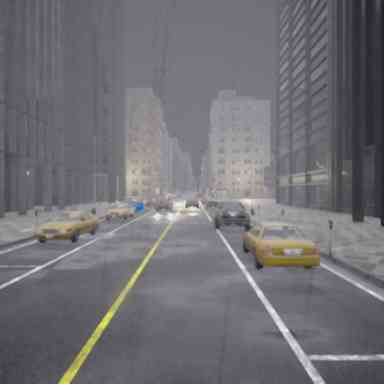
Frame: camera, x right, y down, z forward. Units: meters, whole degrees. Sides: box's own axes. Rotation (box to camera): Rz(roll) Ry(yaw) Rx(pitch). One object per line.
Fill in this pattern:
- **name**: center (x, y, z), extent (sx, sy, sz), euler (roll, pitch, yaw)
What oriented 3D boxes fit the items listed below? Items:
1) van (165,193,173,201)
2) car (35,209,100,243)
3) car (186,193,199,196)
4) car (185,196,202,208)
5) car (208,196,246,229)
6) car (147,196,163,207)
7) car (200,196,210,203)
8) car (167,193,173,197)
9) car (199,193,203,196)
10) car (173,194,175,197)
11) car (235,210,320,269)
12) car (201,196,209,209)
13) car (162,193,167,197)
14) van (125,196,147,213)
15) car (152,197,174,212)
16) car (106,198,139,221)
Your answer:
- **van**: center (-5.862, 1.223, 84.082), extent (1.690, 1.788, 3.998), euler (0, 0, 0)
- **car**: center (-5.868, 1.519, 16.197), extent (1.752, 1.417, 4.829), euler (0, 0, 1)
- **car**: center (-0.002, 1.482, 61.894), extent (2.033, 1.411, 5.357), euler (0, 0, 0)
- **car**: center (0.052, 1.568, 46.610), extent (1.895, 1.301, 4.718), euler (0, 0, 0)
- **car**: center (2.386, 1.347, 21.456), extent (2.097, 1.767, 4.553), euler (0, 0, 0)
- **car**: center (-5.861, 1.542, 50.241), extent (1.802, 1.307, 4.206), euler (0, 0, 0)
- **car**: center (2.665, 1.467, 67.136), extent (1.887, 1.381, 4.507), euler (0, 0, 0)
- **car**: center (-5.861, 1.475, 72.801), extent (1.947, 1.339, 4.313), euler (0, 0, 0)
- **car**: center (2.665, 1.388, 55.857), extent (1.967, 1.590, 4.097), euler (0, 0, 0)
- **car**: center (-5.861, 1.212, 78.441), extent (2.192, 1.841, 5.009), euler (0, 0, 0)
- **car**: center (2.666, 1.521, 10.952), extent (1.752, 1.417, 4.829), euler (0, 0, 1)
- **car**: center (2.665, 1.522, 44.579), extent (2.008, 1.369, 4.403), euler (0, 0, 0)
- **car**: center (-5.861, 1.388, 55.882), extent (1.967, 1.590, 4.097), euler (0, 0, 0)
- **van**: center (-5.861, 1.328, 33.322), extent (1.690, 1.788, 3.998), euler (0, 0, 0)
- **car**: center (-3.098, 1.582, 37.987), extent (1.895, 1.301, 4.718), euler (0, 0, 0)
- **car**: center (-5.862, 1.517, 27.510), extent (1.752, 1.417, 4.829), euler (0, 0, 0)
